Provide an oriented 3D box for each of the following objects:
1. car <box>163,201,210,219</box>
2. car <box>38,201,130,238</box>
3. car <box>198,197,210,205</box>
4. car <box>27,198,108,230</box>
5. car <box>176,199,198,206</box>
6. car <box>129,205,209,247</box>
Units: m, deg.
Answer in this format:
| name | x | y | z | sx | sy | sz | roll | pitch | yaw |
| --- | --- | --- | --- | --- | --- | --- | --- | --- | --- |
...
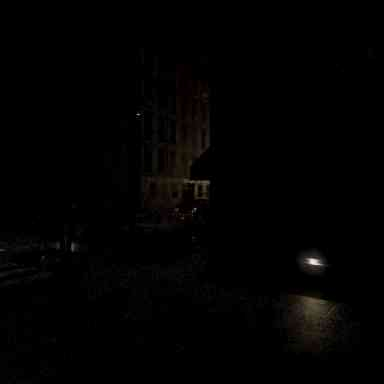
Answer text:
| name | x | y | z | sx | sy | sz | roll | pitch | yaw |
| --- | --- | --- | --- | --- | --- | --- | --- | --- | --- |
| car | -0.402 | 1.521 | 28.961 | 1.947 | 1.339 | 4.313 | 0 | 0 | 36 |
| car | -5.229 | 1.457 | 17.827 | 1.882 | 1.535 | 5.008 | 0 | 0 | 34 |
| car | 2.826 | 1.314 | 19.667 | 2.192 | 1.841 | 5.009 | 0 | 0 | 36 |
| car | -7.001 | 1.282 | 19.718 | 2.192 | 1.841 | 5.009 | 0 | 0 | 36 |
| car | 0.605 | 1.321 | 25.996 | 2.097 | 1.767 | 4.553 | 0 | 0 | 35 |
| car | -0.378 | 1.530 | 15.185 | 1.752 | 1.417 | 4.829 | 0 | 0 | 36 |
